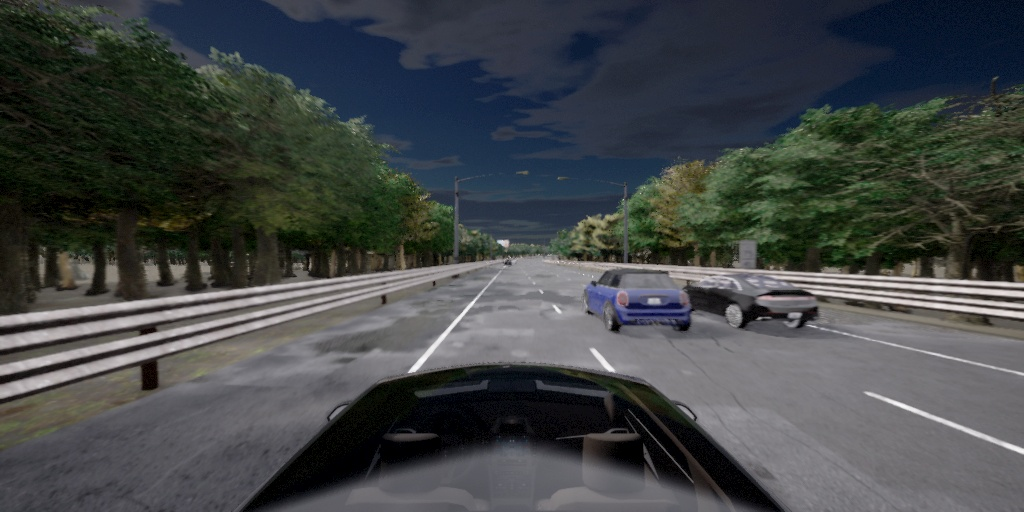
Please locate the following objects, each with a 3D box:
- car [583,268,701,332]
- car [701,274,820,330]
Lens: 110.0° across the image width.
[{"bbox_3d":[3.602,1.161,11.205,2.097,1.767,4.553,0,0,0],"label":"car"},{"bbox_3d":[7.102,1.302,11.429,2.128,1.511,4.902,0,0,0],"label":"car"}]
